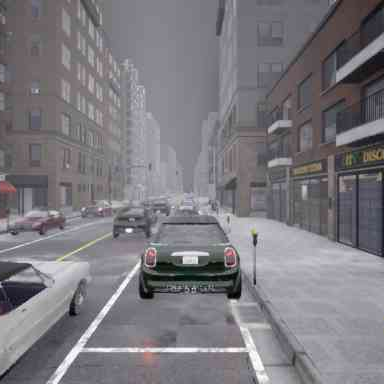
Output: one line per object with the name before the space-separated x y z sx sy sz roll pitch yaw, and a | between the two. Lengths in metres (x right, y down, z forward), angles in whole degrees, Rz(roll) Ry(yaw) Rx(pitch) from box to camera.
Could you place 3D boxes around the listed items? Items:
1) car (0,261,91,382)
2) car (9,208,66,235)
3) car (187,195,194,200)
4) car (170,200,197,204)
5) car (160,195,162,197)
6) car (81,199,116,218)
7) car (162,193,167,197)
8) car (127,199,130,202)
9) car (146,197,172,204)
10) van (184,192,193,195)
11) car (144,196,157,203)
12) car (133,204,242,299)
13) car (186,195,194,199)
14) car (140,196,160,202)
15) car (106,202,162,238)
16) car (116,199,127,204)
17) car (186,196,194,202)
car | -2.921 1.601 4.527 1.895 1.301 4.718 0 0 0
car | -8.408 1.582 18.538 1.802 1.307 4.206 0 0 0
car | -0.383 1.575 90.427 1.802 1.307 4.206 0 0 0
car | -0.383 1.551 24.063 2.008 1.369 4.403 0 0 0
car | -8.408 1.542 73.374 1.887 1.381 4.507 0 0 0
car | -8.408 1.440 29.575 1.967 1.590 4.097 0 0 0
car | -8.408 1.518 90.251 1.752 1.417 4.829 0 0 0
car | -8.408 1.551 40.611 2.008 1.369 4.403 0 0 0
car | -3.021 1.504 32.522 1.837 1.490 4.892 0 0 0
van | -0.383 1.339 67.702 1.690 1.788 3.998 0 0 0
car | -8.408 1.549 67.693 2.008 1.369 4.403 0 0 0
car | -0.033 1.352 8.620 2.097 1.767 4.553 0 0 0
car | -0.383 1.440 35.101 1.967 1.590 4.097 0 0 0
car | -5.776 1.564 43.589 1.994 1.385 4.181 0 0 0
car | -2.921 1.507 17.823 1.837 1.490 4.892 0 1 0
car | -8.408 1.525 34.923 1.752 1.417 4.829 0 0 0
car | -0.383 1.579 79.064 1.802 1.307 4.206 0 0 0
